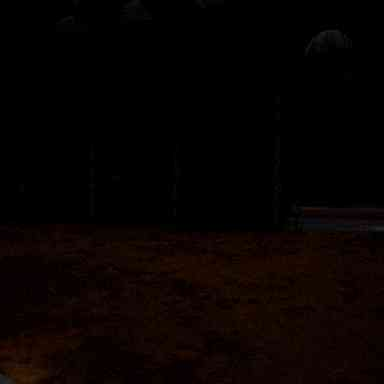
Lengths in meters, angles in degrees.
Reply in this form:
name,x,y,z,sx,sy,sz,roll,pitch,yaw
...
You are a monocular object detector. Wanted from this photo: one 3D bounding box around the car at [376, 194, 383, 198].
name,x,y,z,sx,sy,sz,roll,pitch,yaw
car,44.485,1.274,76.620,3.988,1.617,1.851,1,0,19
